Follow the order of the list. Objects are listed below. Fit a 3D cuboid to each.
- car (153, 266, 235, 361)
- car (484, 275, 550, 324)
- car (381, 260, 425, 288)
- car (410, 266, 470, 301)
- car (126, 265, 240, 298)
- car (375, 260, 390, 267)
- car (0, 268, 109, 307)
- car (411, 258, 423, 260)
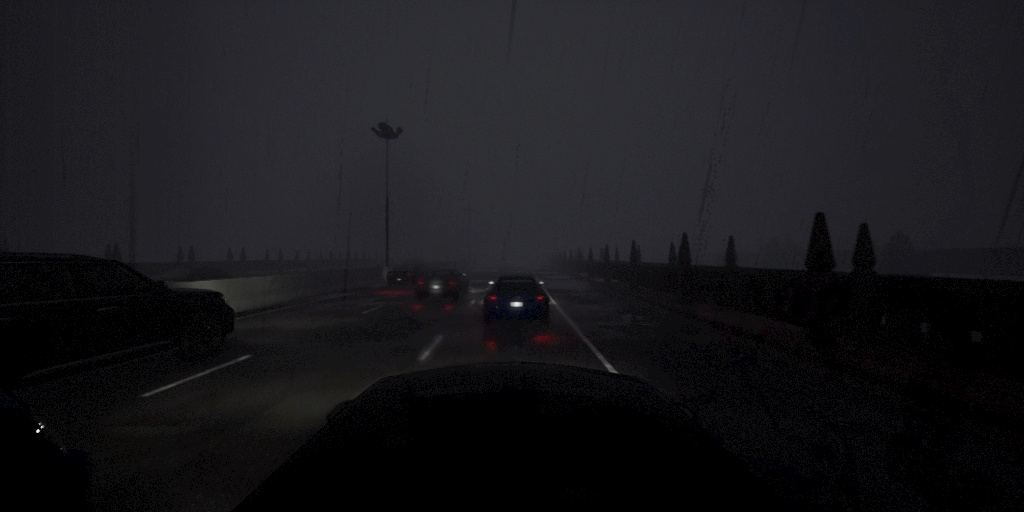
[{"bbox_3d":[-6.895,0.971,5.119,2.150,2.045,5.566,0,0,0],"label":"car"},{"bbox_3d":[0.158,1.315,11.979,1.994,1.385,4.181,0,0,1],"label":"car"},{"bbox_3d":[-6.597,1.229,23.662,1.882,1.535,5.008,0,0,1],"label":"car"},{"bbox_3d":[-3.243,1.315,17.512,1.994,1.385,4.181,0,0,1],"label":"car"},{"bbox_3d":[-17.415,1.277,19.388,1.812,1.442,4.674,0,0,1],"label":"car"},{"bbox_3d":[-19.826,1.316,56.216,1.994,1.385,4.181,0,0,2],"label":"car"},{"bbox_3d":[-21.006,1.298,15.064,2.033,1.411,5.357,0,0,1],"label":"car"},{"bbox_3d":[-13.122,1.259,46.876,1.837,1.490,4.892,0,-1,2],"label":"car"}]
